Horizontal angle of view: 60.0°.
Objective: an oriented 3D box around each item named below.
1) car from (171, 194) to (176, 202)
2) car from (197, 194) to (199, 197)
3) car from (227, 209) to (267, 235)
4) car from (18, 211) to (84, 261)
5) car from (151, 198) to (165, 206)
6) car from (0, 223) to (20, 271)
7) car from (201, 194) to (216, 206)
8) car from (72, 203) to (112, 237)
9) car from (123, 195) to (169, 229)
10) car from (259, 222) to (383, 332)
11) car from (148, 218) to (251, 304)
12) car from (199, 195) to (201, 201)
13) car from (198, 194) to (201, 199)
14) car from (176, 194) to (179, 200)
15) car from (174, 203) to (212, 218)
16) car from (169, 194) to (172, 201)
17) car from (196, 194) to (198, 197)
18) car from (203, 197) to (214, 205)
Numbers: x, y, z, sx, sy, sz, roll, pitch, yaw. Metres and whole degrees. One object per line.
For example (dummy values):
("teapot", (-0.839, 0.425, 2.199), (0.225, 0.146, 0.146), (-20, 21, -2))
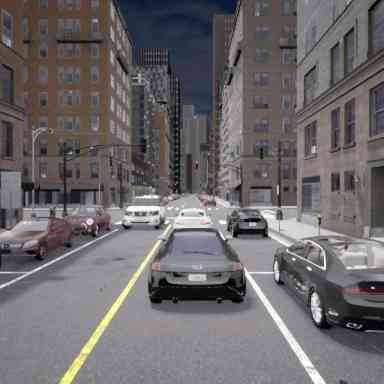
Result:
("car", (-5.500, 1.624, 81.735), (1.752, 1.417, 4.829), (0, 0, 0))
("car", (3.040, 1.559, 87.294), (1.967, 1.590, 4.097), (0, 0, 0))
("car", (2.874, 1.566, 17.751), (1.947, 1.339, 4.313), (0, 0, 0))
("car", (-5.658, 1.582, 12.259), (1.802, 1.307, 4.206), (0, 0, 0))
("car", (-5.577, 1.617, 54.863), (1.802, 1.307, 4.206), (0, 0, 0))
("car", (-5.663, 1.566, 6.757), (1.947, 1.339, 4.313), (0, 0, 0))
("car", (2.947, 1.475, 54.841), (1.967, 1.590, 4.097), (0, 0, 0))
("car", (-5.652, 1.440, 17.760), (1.967, 1.590, 4.097), (0, 0, 0))
("car", (-2.977, 1.260, 21.891), (2.150, 2.045, 5.566), (0, 0, 0))
("car", (2.862, 1.550, 6.748), (2.008, 1.369, 4.403), (0, 0, 0))
("car", (0.091, 1.564, 8.214), (1.994, 1.385, 4.181), (0, 0, 0))
("car", (2.979, 1.606, 65.658), (2.008, 1.369, 4.403), (0, 0, 0))
("car", (3.009, 1.523, 76.476), (1.967, 1.590, 4.097), (0, 0, 0))
("car", (-5.470, 1.455, 92.723), (2.192, 1.841, 5.009), (0, 0, 0))
("car", (0.052, 1.526, 16.973), (1.812, 1.442, 4.674), (0, 0, 1))
("car", (-5.546, 1.605, 65.680), (2.008, 1.369, 4.403), (0, 0, 0))
("car", (3.055, 1.455, 92.704), (2.192, 1.841, 5.009), (0, 0, 0))
("car", (2.963, 1.570, 60.420), (1.752, 1.417, 4.829), (0, 0, 0))
